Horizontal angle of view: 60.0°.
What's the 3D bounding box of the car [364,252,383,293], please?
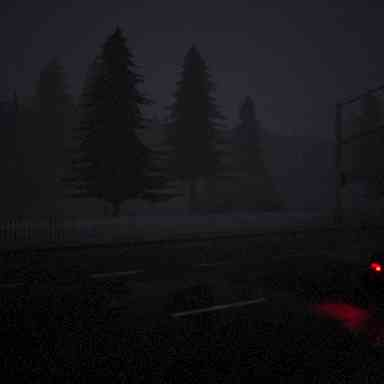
[{"bbox_3d":[6.178,1.547,7.145,5.357,1.411,2.033,0,0,-25],"label":"car"}]
